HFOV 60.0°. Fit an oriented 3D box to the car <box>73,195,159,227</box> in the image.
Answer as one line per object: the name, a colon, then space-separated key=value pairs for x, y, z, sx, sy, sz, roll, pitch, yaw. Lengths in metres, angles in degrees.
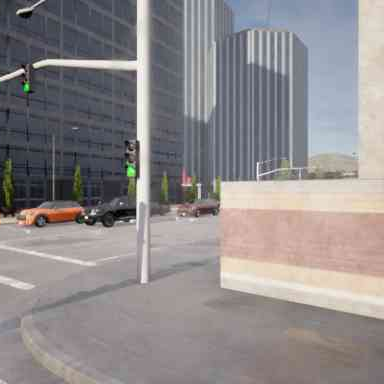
car: x=-5.145 y=1.272 z=23.515 sx=2.150 sy=2.045 sz=5.566 roll=0 pitch=0 yaw=36

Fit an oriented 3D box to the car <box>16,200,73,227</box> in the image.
car: x=-9.700 y=1.401 z=23.169 sx=2.097 sy=1.767 sz=4.553 roll=0 pitch=0 yaw=36

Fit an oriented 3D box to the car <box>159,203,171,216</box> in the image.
car: x=-4.175 y=1.597 z=30.864 sx=2.033 sy=1.411 sz=5.357 roll=0 pitch=0 yaw=36

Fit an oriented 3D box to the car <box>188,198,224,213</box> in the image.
car: x=1.750 y=1.554 z=39.094 sx=1.837 sy=1.490 sz=4.892 roll=0 pitch=0 yaw=36

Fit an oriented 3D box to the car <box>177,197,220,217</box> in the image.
car: x=0.584 y=1.403 z=31.485 sx=2.097 sy=1.767 sz=4.553 roll=0 pitch=0 yaw=36
